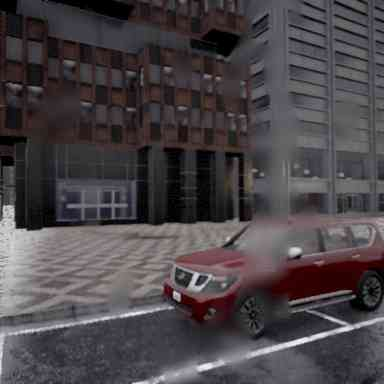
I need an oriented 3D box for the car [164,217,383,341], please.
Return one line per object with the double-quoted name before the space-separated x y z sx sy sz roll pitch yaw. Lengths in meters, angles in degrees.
"car" 1.971 1.484 6.880 5.009 1.841 2.192 1 -2 -28
